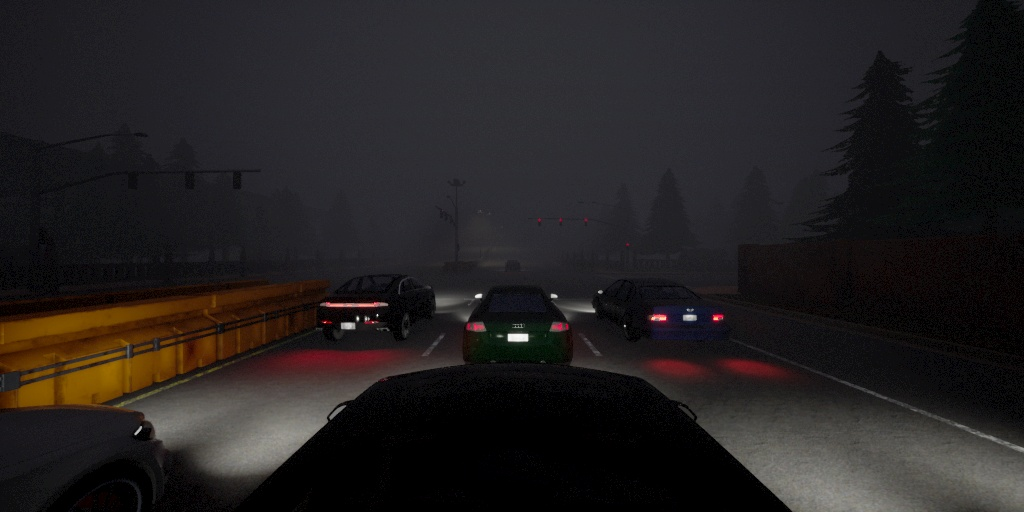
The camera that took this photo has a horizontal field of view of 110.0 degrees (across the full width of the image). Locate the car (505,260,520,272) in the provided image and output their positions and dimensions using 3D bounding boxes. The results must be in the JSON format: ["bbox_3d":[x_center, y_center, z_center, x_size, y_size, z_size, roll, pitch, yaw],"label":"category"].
[{"bbox_3d":[0.103,1.232,46.025,1.882,1.535,5.008,0,0,0],"label":"car"}]

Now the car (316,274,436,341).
[{"bbox_3d":[-3.399,1.242,9.867,2.128,1.511,4.902,0,0,0],"label":"car"}]

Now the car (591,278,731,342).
[{"bbox_3d":[3.601,1.298,9.773,2.033,1.411,5.357,0,0,0],"label":"car"}]

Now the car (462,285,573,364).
[{"bbox_3d":[0.099,1.315,7.916,1.994,1.385,4.181,0,0,0],"label":"car"}]

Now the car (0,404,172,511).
[{"bbox_3d":[-3.403,1.276,0.631,1.812,1.442,4.674,0,0,0],"label":"car"}]
